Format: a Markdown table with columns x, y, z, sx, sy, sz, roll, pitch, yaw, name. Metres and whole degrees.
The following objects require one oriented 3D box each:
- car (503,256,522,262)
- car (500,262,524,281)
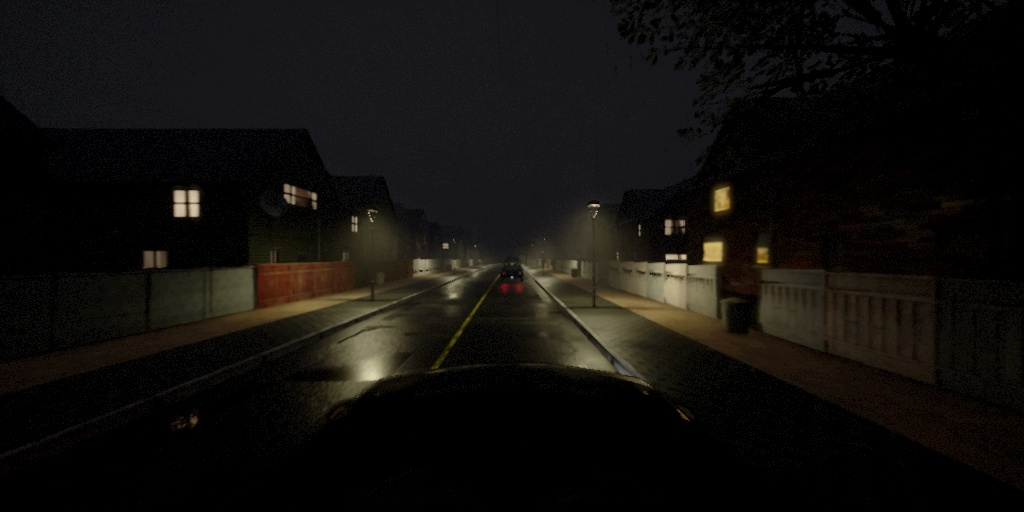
| x | y | z | sx | sy | sz | roll | pitch | yaw | name |
| --- | --- | --- | --- | --- | --- | --- | --- | --- | --- |
| 0.048 | 1.073 | 45.890 | 2.150 | 2.045 | 5.566 | 0 | 0 | 0 | car |
| 0.003 | 1.390 | 30.223 | 1.895 | 1.301 | 4.718 | 0 | 0 | 0 | car |
